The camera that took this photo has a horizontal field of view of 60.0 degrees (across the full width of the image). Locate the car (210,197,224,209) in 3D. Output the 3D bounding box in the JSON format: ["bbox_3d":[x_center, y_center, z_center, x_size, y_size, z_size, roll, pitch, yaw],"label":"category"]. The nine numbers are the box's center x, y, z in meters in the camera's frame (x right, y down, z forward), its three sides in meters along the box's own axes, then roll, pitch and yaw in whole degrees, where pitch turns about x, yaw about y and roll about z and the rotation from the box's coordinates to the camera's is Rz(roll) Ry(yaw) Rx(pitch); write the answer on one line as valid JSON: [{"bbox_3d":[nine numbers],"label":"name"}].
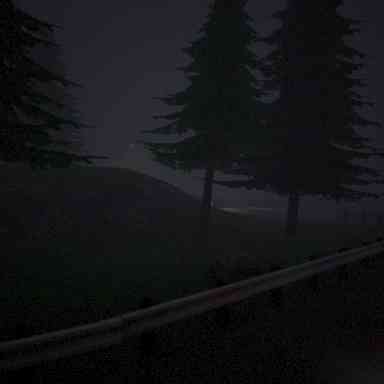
[{"bbox_3d":[1.284,1.322,42.535,4.553,1.767,2.097,0,0,36],"label":"car"}]

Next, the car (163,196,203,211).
[{"bbox_3d":[-0.784,1.322,39.710,4.553,1.767,2.097,0,0,36],"label":"car"}]

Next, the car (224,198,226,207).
[{"bbox_3d":[1.867,1.467,46.428,4.892,1.490,1.837,0,0,36],"label":"car"}]

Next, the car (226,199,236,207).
[{"bbox_3d":[4.046,1.454,49.172,4.902,1.511,2.128,0,0,36],"label":"car"}]
